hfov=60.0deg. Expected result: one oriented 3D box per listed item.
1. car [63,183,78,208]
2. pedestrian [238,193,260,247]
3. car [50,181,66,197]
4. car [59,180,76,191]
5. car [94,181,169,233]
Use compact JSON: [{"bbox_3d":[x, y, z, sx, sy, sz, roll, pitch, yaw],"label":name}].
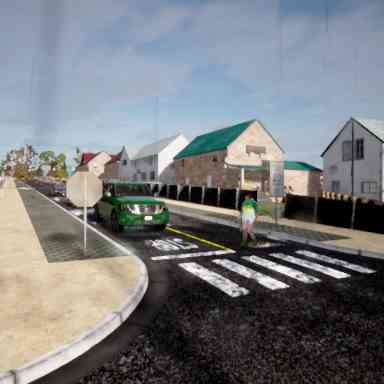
[{"bbox_3d":[-7.971,0.315,24.456,1.837,1.490,4.892,0,3,-28],"label":"car"},{"bbox_3d":[1.902,0.895,11.292,0.375,1.860,0.375,3,-2,-29],"label":"pedestrian"},{"bbox_3d":[-14.195,-0.261,35.926,2.033,1.411,5.357,0,3,-28],"label":"car"},{"bbox_3d":[-19.046,-0.995,50.756,1.812,1.442,4.674,0,3,-29],"label":"car"},{"bbox_3d":[-2.990,0.528,15.305,2.150,2.045,5.566,0,3,-28],"label":"car"}]
